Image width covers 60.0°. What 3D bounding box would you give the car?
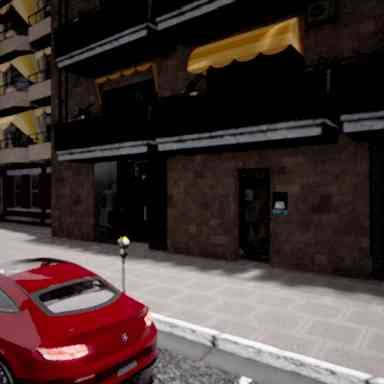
[{"bbox_3d":[-2.336,1.581,4.543,4.206,1.307,1.802,0,0,36],"label":"car"}]
